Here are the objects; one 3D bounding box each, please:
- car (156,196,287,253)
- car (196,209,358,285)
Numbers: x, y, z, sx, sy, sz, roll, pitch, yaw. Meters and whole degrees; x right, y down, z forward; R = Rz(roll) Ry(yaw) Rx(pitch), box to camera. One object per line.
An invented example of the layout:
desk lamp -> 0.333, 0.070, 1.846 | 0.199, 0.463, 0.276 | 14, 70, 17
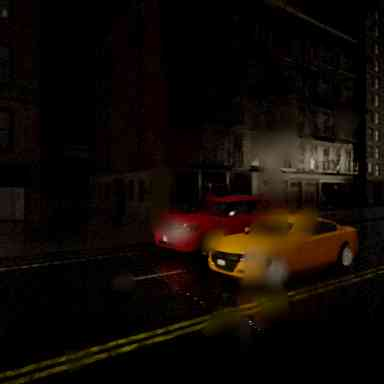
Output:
car -> 1.399, 1.173, 12.544 | 5.566, 2.045, 2.150 | 0, 0, -36
car -> 2.756, 1.433, 9.528 | 5.008, 1.535, 1.882 | 0, 0, -35
